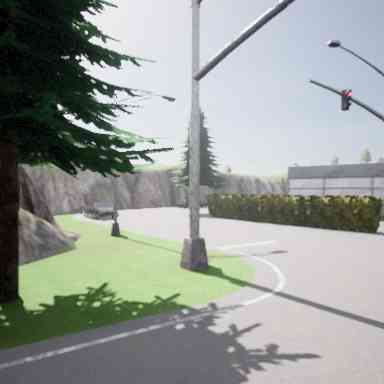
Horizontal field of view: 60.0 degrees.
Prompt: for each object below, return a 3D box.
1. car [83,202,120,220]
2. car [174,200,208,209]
[{"bbox_3d":[-8.019,1.596,29.025,2.033,1.411,5.357,0,0,-32],"label":"car"},{"bbox_3d":[-0.008,1.687,49.413,5.357,1.411,2.033,0,0,-40],"label":"car"}]
